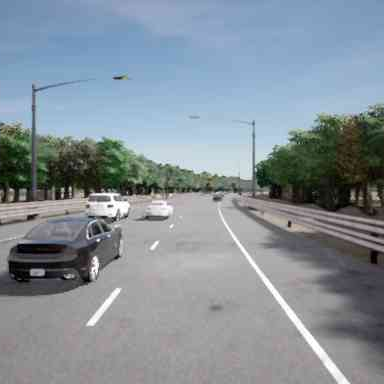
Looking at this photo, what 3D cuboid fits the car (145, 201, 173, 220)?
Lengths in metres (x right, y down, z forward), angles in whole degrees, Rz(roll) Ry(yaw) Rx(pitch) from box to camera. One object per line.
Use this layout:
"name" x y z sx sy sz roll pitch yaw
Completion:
"car" -2.635 1.422 27.303 1.812 1.442 4.674 0 0 3

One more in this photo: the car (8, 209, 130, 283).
"car" -3.257 1.466 9.520 1.837 1.490 4.892 0 0 1

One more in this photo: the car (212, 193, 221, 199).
"car" 6.411 1.036 86.341 1.994 1.385 4.181 0 0 8

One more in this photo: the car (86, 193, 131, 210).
"car" -6.245 1.123 25.189 2.150 2.045 5.566 0 0 3

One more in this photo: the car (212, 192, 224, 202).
"car" 5.246 1.205 67.377 1.837 1.490 4.892 0 0 7
